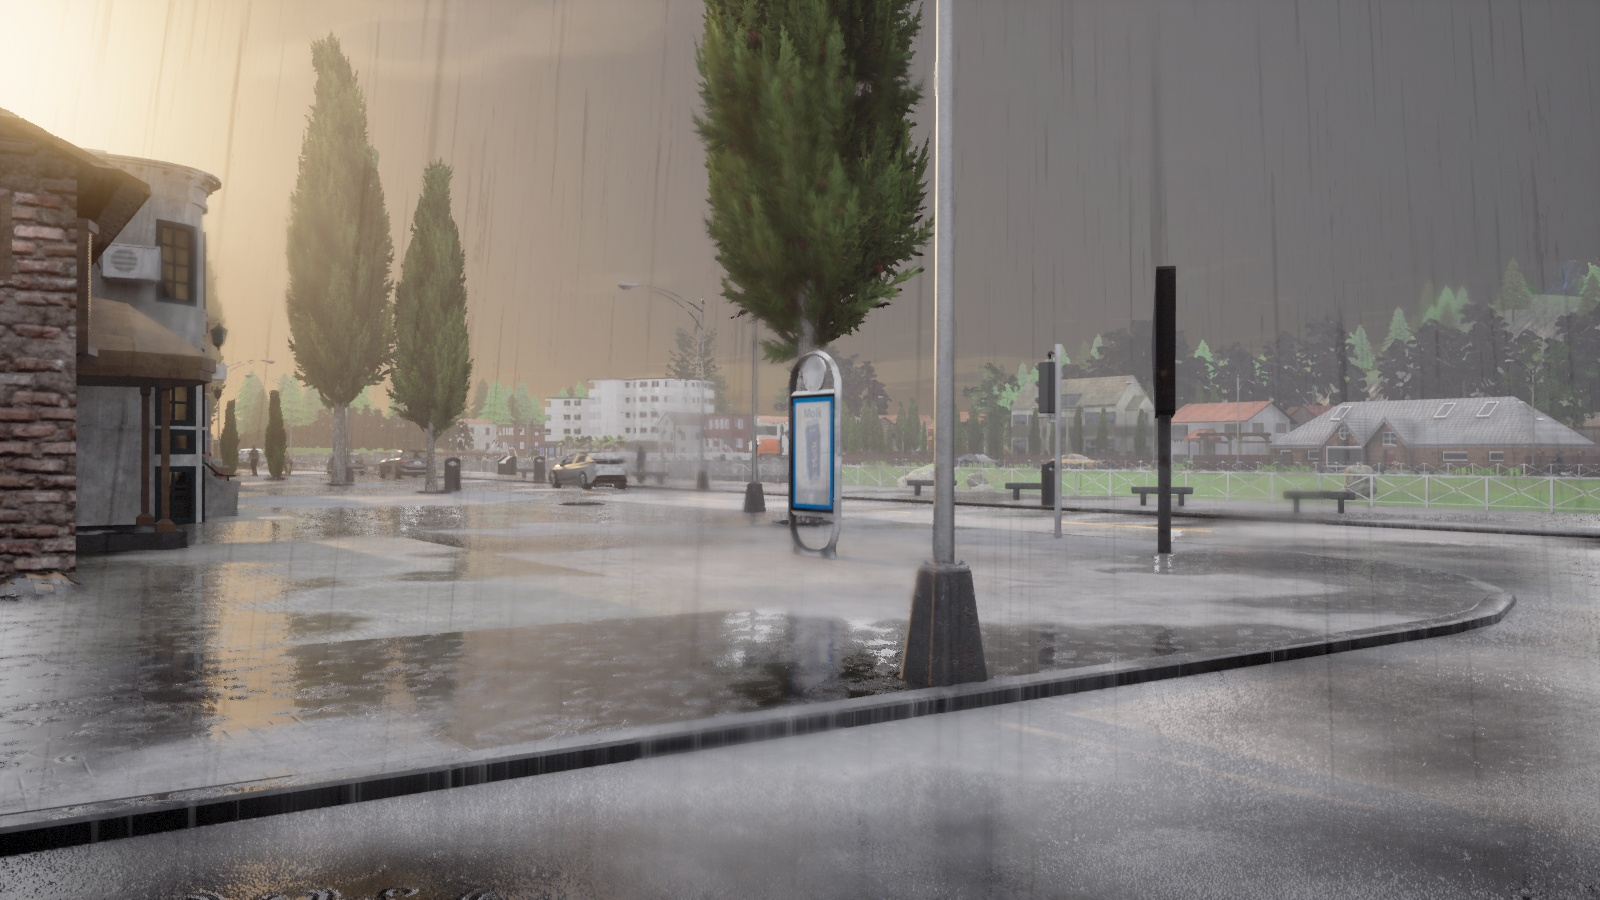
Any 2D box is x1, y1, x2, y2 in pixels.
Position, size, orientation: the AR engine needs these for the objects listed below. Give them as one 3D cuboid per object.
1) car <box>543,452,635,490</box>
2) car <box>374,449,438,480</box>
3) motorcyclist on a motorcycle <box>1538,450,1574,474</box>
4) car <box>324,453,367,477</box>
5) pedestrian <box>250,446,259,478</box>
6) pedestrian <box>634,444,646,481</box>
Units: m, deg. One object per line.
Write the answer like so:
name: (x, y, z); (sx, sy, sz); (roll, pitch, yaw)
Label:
car: (-8.765, 0.837, 51.828); (2.007, 1.525, 4.514); (0, 0, -34)
car: (-22.603, 0.813, 71.961); (2.242, 1.667, 4.611); (0, 0, -35)
motorcyclist on a motorcycle: (49.743, 0.795, 82.615); (0.866, 1.590, 1.817); (0, 0, -34)
car: (-29.953, 0.989, 82.652); (1.789, 1.549, 3.705); (0, 0, -34)
pedestrian: (-31.509, 0.699, 72.488); (0.331, 1.846, 0.634); (0, 0, -10)
pedestrian: (-8.001, 0.625, 62.823); (0.370, 1.835, 0.726); (0, 0, -30)
